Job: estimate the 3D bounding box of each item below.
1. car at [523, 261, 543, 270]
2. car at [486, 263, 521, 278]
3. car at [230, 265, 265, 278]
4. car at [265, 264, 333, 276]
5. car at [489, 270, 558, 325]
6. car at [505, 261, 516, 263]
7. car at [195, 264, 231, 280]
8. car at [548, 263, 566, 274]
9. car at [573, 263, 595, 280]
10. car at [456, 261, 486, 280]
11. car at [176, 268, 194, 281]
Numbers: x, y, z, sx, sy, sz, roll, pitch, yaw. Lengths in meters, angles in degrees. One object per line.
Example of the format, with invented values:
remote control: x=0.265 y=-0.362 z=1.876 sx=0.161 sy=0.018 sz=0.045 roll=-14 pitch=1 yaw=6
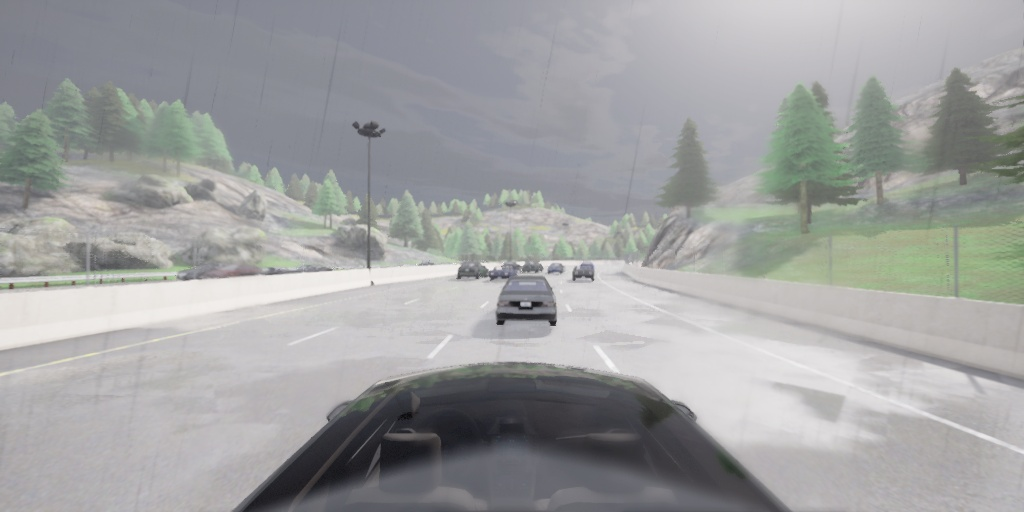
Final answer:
car: x=2.866 y=1.399 z=48.513 sx=2.097 sy=1.767 sz=4.553 roll=0 pitch=0 yaw=15
car: x=-0.679 y=1.543 z=32.286 sx=1.895 sy=1.301 sz=4.718 roll=0 pitch=0 yaw=9
car: x=-19.148 y=1.505 z=28.410 sx=1.895 sy=1.301 sz=4.718 roll=0 pitch=0 yaw=8
car: x=-15.735 y=1.392 z=27.384 sx=2.128 sy=1.511 sz=4.902 roll=0 pitch=0 yaw=8
car: x=0.521 y=1.364 z=12.156 sx=2.033 sy=1.411 sz=5.357 roll=0 pitch=0 yaw=3
car: x=-0.128 y=1.538 z=50.956 sx=1.882 sy=1.535 sz=5.008 roll=0 pitch=0 yaw=15
car: x=-22.537 y=1.433 z=29.312 sx=1.812 sy=1.442 sz=4.674 roll=0 pitch=0 yaw=8
car: x=5.813 y=1.582 z=46.313 sx=2.033 sy=1.411 sz=5.357 roll=0 pitch=0 yaw=15
car: x=6.645 y=1.556 z=33.496 sx=1.895 sy=1.301 sz=4.718 roll=0 pitch=0 yaw=10
car: x=-3.737 y=1.309 z=34.736 sx=2.097 sy=1.767 sz=4.553 roll=0 pitch=0 yaw=9
car: x=-25.846 y=1.406 z=30.832 sx=2.128 sy=1.511 sz=4.902 roll=0 pitch=0 yaw=8
